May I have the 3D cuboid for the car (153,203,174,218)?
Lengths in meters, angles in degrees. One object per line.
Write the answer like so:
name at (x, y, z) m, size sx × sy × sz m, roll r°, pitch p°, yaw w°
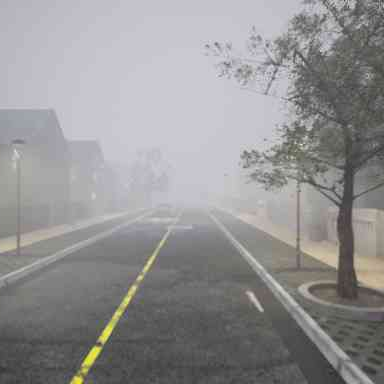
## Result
car at (-2.748, 1.757, 33.134) m, size 2.033 × 1.411 × 5.357 m, roll 0°, pitch -1°, yaw 0°
